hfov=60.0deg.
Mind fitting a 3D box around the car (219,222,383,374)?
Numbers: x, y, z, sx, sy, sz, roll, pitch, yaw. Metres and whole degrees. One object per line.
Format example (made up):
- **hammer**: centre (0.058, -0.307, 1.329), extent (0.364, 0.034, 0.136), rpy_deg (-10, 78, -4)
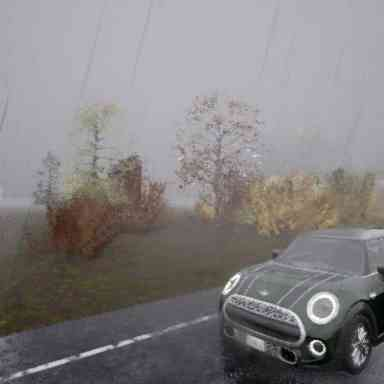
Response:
- **car**: centre (2.611, 1.489, 5.976), extent (4.553, 1.767, 2.097), rpy_deg (1, -2, -39)
